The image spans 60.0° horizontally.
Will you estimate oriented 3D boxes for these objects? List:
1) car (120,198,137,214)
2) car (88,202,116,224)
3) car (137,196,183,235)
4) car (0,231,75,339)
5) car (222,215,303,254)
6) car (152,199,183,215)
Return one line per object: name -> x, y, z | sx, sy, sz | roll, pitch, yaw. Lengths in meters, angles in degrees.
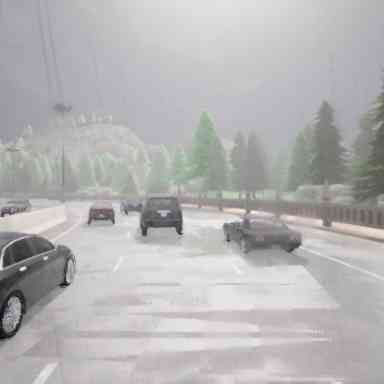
car -> -6.431, 1.389, 35.599 | 2.097, 1.767, 4.553 | 0, 0, -19
car -> -6.914, 1.516, 25.588 | 1.882, 1.535, 5.008 | 0, 0, -14
car -> -1.882, 1.232, 19.190 | 2.150, 2.045, 5.566 | 0, 0, -10
car -> -3.769, 1.525, 6.519 | 1.837, 1.490, 4.892 | 0, 0, -3
car -> 2.562, 1.590, 13.421 | 1.895, 1.301, 4.718 | 0, 0, -7
car -> -2.766, 1.566, 35.993 | 2.033, 1.411, 5.357 | 0, 0, -20
